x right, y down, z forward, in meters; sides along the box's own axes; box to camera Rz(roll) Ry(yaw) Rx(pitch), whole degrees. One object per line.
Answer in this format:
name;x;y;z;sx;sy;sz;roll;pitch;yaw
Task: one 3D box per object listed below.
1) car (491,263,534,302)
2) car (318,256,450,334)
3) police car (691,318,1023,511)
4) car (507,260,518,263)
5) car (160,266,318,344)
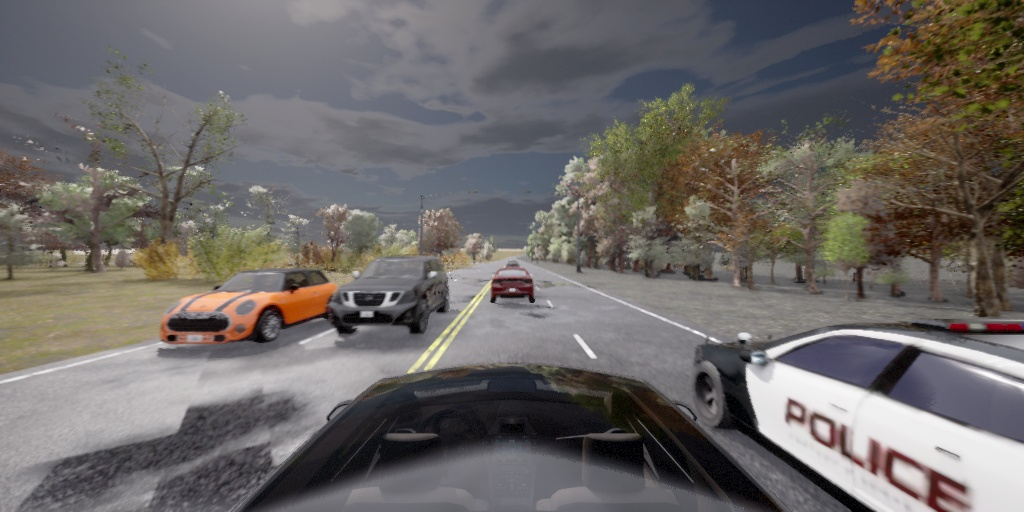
car;0.014;1.269;17.280;1.882;1.535;5.008;-1;0;0
car;-3.341;1.002;11.045;2.150;2.045;5.566;0;0;0
police car;3.254;1.230;2.765;2.038;1.542;4.974;0;-1;0
car;0.112;1.400;47.514;1.837;1.490;4.892;0;0;0
car;-6.592;1.128;9.708;2.097;1.767;4.553;0;0;0
